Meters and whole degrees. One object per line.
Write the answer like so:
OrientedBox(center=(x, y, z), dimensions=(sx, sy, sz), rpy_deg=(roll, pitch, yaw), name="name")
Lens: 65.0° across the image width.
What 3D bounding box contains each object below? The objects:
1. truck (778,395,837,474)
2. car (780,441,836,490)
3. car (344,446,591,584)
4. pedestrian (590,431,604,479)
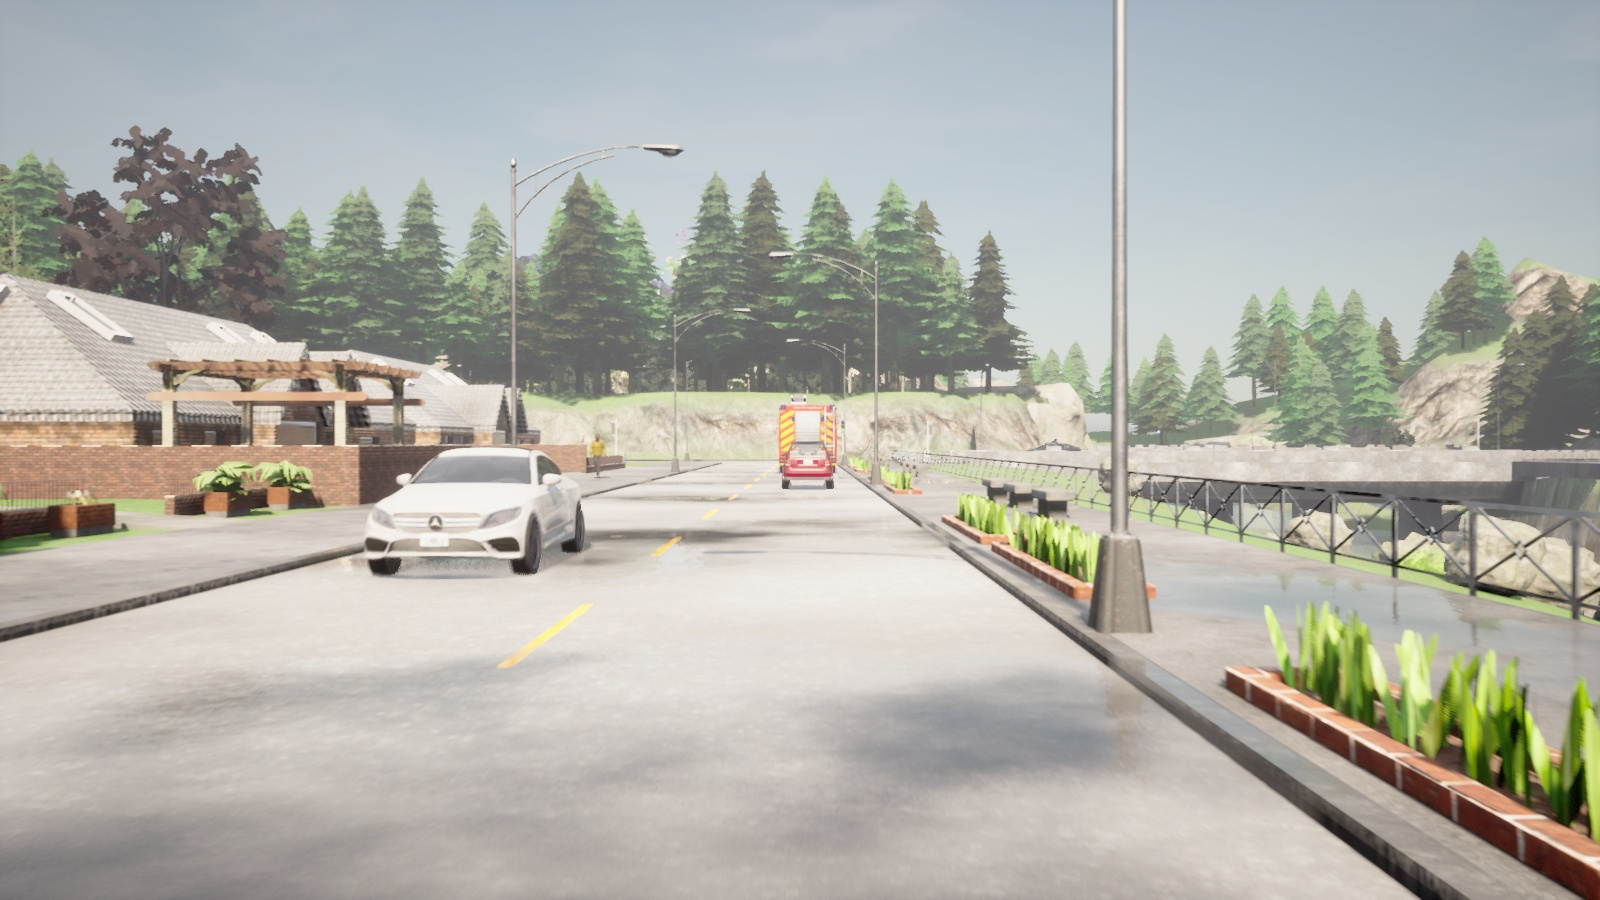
OrientedBox(center=(0.391, -0.784, 65.049), dimensions=(2.891, 3.827, 8.468), rpy_deg=(0, 0, 0), name="truck")
OrientedBox(center=(0.258, 0.488, 42.133), dimensions=(1.789, 1.549, 3.705), rpy_deg=(0, 0, 0), name="car")
OrientedBox(center=(-3.895, 0.681, 15.582), dimensions=(1.812, 1.442, 4.674), rpy_deg=(0, 0, 0), name="car")
OrientedBox(center=(-7.835, 0.176, 48.589), dimensions=(0.431, 1.840, 0.709), rpy_deg=(0, 0, 0), name="pedestrian")
